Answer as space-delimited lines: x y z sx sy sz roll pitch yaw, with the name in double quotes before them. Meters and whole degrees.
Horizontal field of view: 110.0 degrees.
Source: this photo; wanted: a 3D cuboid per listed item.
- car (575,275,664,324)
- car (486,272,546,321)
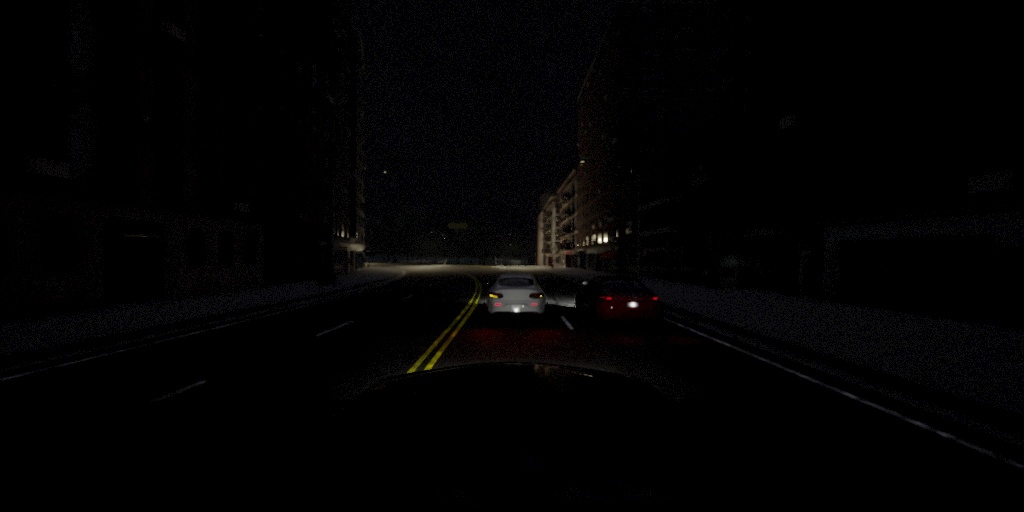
"car" 3.375 1.326 11.973 1.994 1.385 4.181 0 0 0
"car" 0.130 1.277 12.429 1.812 1.442 4.674 0 0 0
